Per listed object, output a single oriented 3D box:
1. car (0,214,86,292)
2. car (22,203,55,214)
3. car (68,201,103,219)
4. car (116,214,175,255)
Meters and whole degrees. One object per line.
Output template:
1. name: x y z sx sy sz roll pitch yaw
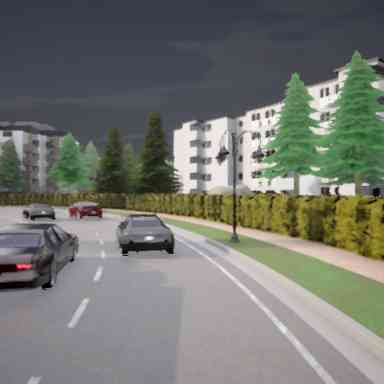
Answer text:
1. car: -4.380 1.560 9.002 2.033 1.411 5.357 0 0 -10
2. car: -12.953 1.602 28.003 1.994 1.385 4.181 0 0 -36
3. car: -9.385 1.510 29.052 1.882 1.535 5.008 0 0 -35
4. car: -2.000 1.575 13.479 1.994 1.385 4.181 0 0 -15
